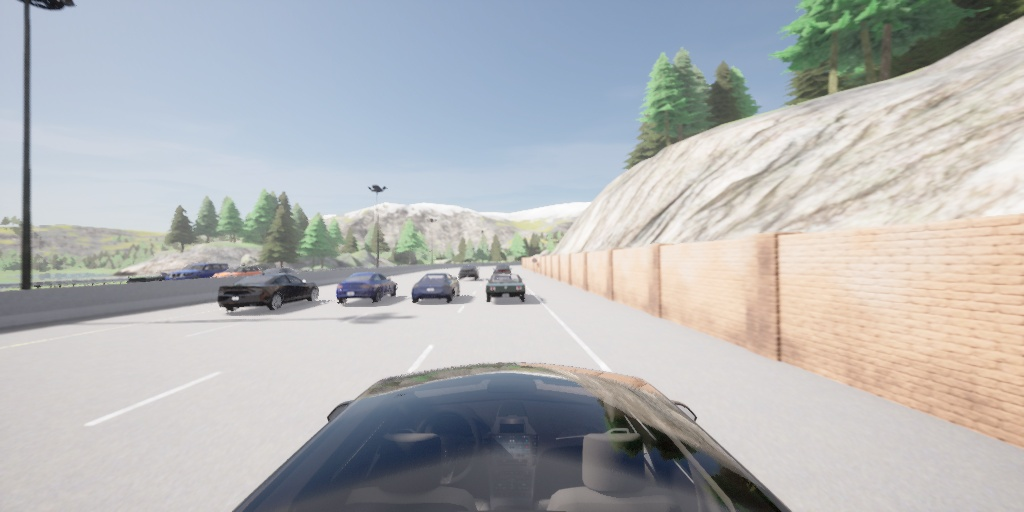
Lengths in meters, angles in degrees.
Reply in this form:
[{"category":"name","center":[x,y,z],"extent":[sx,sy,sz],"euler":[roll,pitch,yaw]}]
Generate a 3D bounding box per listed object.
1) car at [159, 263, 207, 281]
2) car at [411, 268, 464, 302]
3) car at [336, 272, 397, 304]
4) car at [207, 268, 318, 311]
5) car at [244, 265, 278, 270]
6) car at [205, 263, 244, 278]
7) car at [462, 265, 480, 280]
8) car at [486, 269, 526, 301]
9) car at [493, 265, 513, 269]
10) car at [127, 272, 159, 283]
[{"category":"car","center":[-28.942,1.677,33.457],"extent":[2.150,2.045,5.566],"euler":[-1,-1,-2]},{"category":"car","center":[-3.856,1.552,18.687],"extent":[1.994,1.385,4.181],"euler":[-1,-1,-2]},{"category":"car","center":[-7.359,1.555,18.476],"extent":[1.812,1.442,4.674],"euler":[-1,0,-2]},{"category":"car","center":[-10.786,1.527,16.340],"extent":[1.882,1.535,5.008],"euler":[-1,-1,-2]},{"category":"car","center":[-21.936,1.859,33.315],"extent":[1.882,1.535,5.008],"euler":[-1,-1,-2]},{"category":"car","center":[-25.439,1.774,33.370],"extent":[2.097,1.767,4.553],"euler":[-1,0,-2]},{"category":"car","center":[-4.463,1.714,37.799],"extent":[1.837,1.490,4.892],"euler":[-1,0,-2]},{"category":"car","center":[-0.353,1.543,18.616],"extent":[1.895,1.301,4.718],"euler":[-1,-1,-2]},{"category":"car","center":[-0.963,1.670,37.834],"extent":[1.837,1.490,4.892],"euler":[-1,0,-2]},{"category":"car","center":[-32.432,2.112,33.232],"extent":[1.895,1.301,4.718],"euler":[-1,-1,-2]}]
